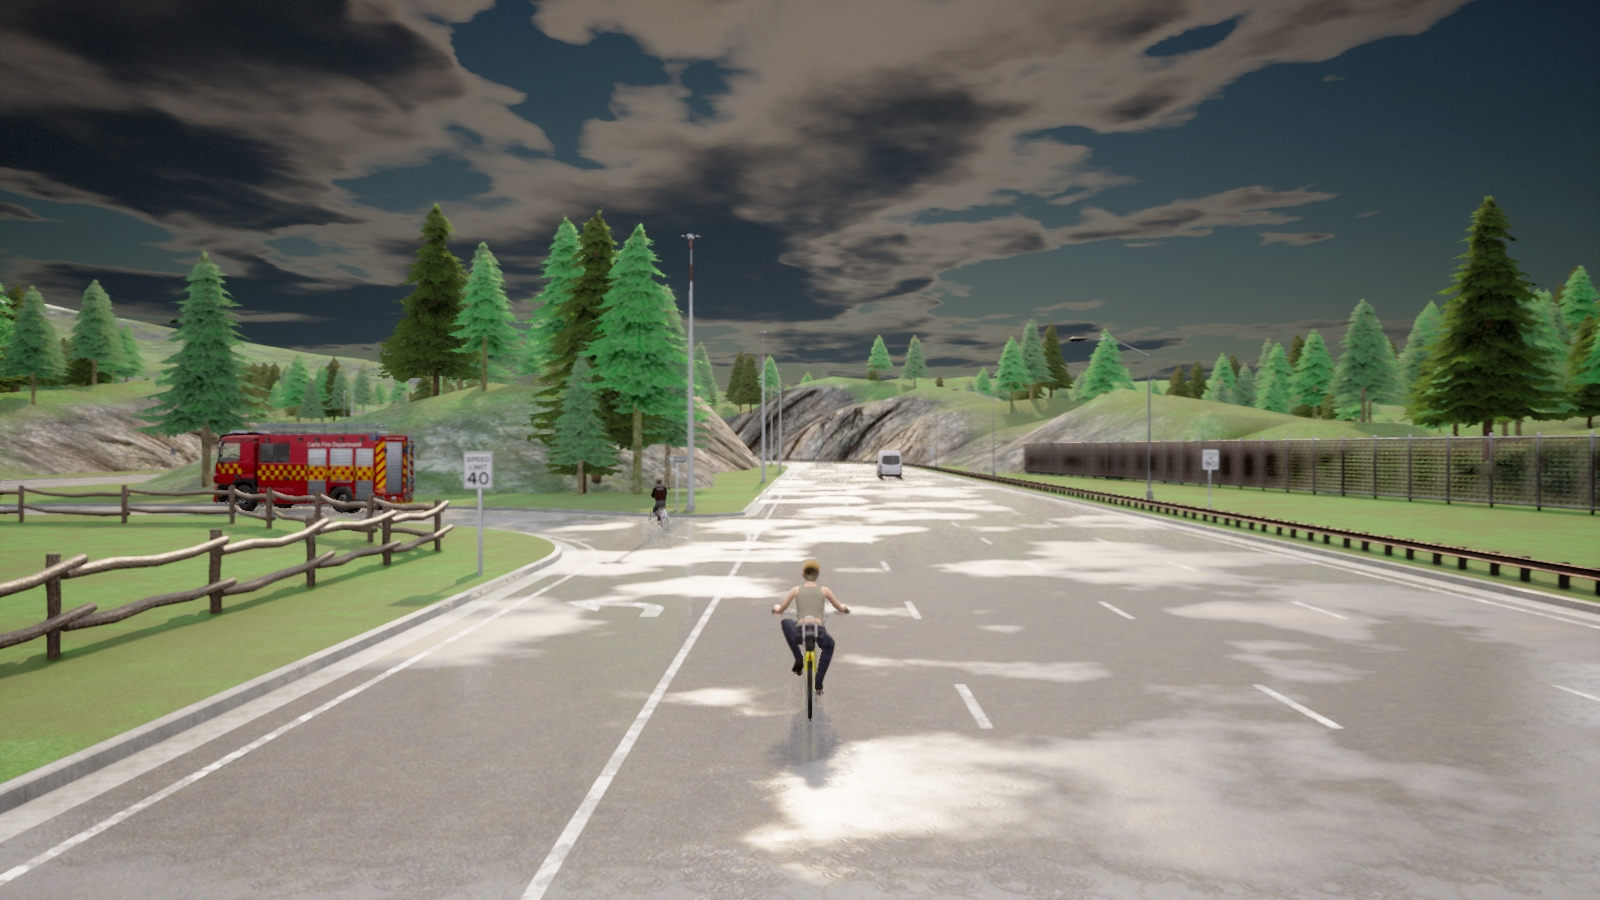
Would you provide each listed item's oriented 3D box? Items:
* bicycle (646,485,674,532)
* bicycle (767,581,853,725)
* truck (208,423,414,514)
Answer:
[{"bbox_3d":[-4.794,1.974,39.017,0.329,1.471,1.835,-5,2,-24],"label":"bicycle"},{"bbox_3d":[0.112,2.129,12.234,0.859,1.276,1.487,0,0,1],"label":"bicycle"},{"bbox_3d":[-21.716,0.779,50.790,8.468,3.827,2.891,0,0,15],"label":"truck"}]
